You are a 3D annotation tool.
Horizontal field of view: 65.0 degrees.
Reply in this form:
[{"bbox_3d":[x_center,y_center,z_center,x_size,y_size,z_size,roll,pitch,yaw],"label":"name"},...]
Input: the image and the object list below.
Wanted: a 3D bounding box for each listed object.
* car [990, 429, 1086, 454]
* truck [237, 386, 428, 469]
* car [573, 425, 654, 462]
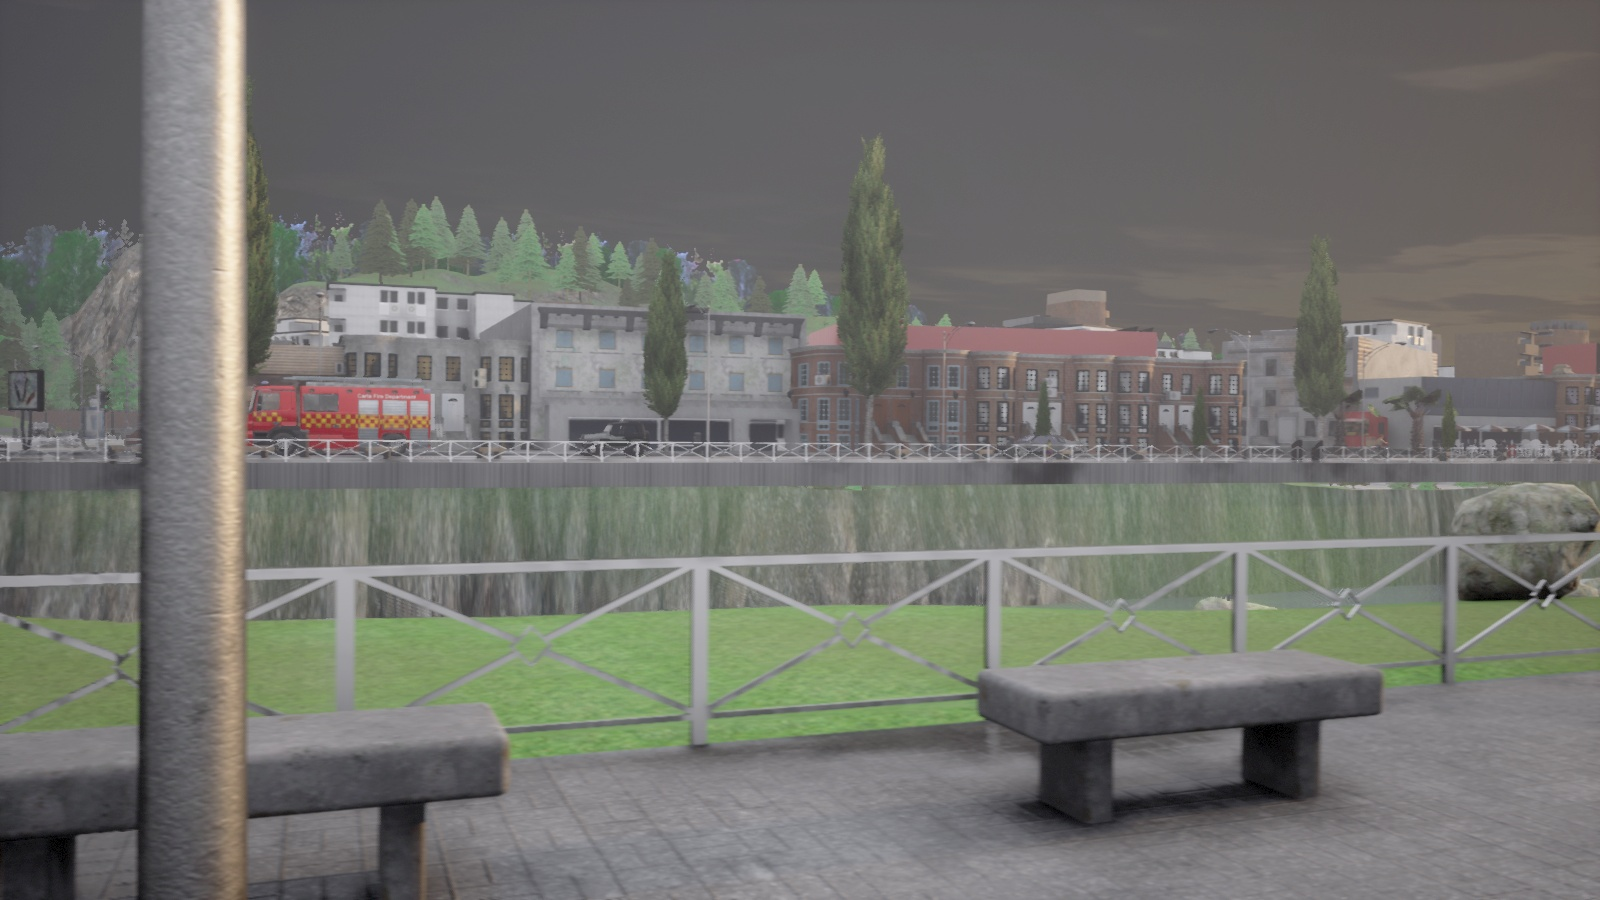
[{"bbox_3d":[14.239,-0.534,75.130,5.357,1.411,2.033,-1,1,-21],"label":"car"},{"bbox_3d":[-22.652,-1.116,61.097,8.468,3.827,2.891,-1,1,-21],"label":"truck"},{"bbox_3d":[-9.818,-0.375,65.985,3.866,1.878,1.905,-1,1,-21],"label":"car"}]
